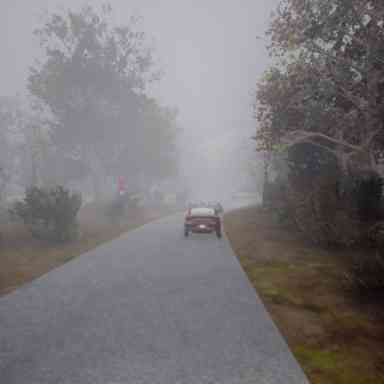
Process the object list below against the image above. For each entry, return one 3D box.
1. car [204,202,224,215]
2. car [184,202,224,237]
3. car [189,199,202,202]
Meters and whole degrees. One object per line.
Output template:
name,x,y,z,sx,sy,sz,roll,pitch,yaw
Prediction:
car,2.664,1.854,39.047,1.994,1.385,4.181,0,-1,8
car,0.629,1.530,18.586,1.882,1.535,5.008,0,0,3
car,0.423,1.702,43.901,2.097,1.767,4.553,0,-1,9
